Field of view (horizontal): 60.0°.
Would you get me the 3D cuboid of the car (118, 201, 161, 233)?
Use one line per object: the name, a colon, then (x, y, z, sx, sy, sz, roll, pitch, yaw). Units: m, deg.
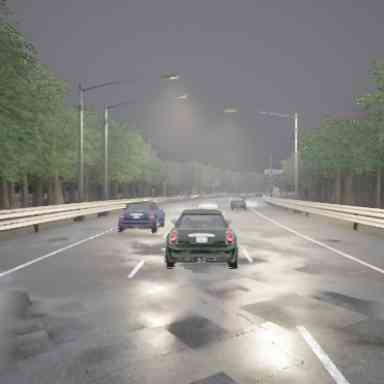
car: (-2.834, 1.327, 19.681, 2.097, 1.767, 4.553, 0, 0, 3)

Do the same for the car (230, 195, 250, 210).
car: (5.888, 1.448, 42.459, 2.128, 1.511, 4.902, 0, 0, 6)

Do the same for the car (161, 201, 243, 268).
car: (0.332, 1.340, 11.352, 2.097, 1.767, 4.553, 0, 0, 2)

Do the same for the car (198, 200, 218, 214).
car: (1.780, 1.562, 35.464, 1.895, 1.301, 4.718, 0, 0, 5)
